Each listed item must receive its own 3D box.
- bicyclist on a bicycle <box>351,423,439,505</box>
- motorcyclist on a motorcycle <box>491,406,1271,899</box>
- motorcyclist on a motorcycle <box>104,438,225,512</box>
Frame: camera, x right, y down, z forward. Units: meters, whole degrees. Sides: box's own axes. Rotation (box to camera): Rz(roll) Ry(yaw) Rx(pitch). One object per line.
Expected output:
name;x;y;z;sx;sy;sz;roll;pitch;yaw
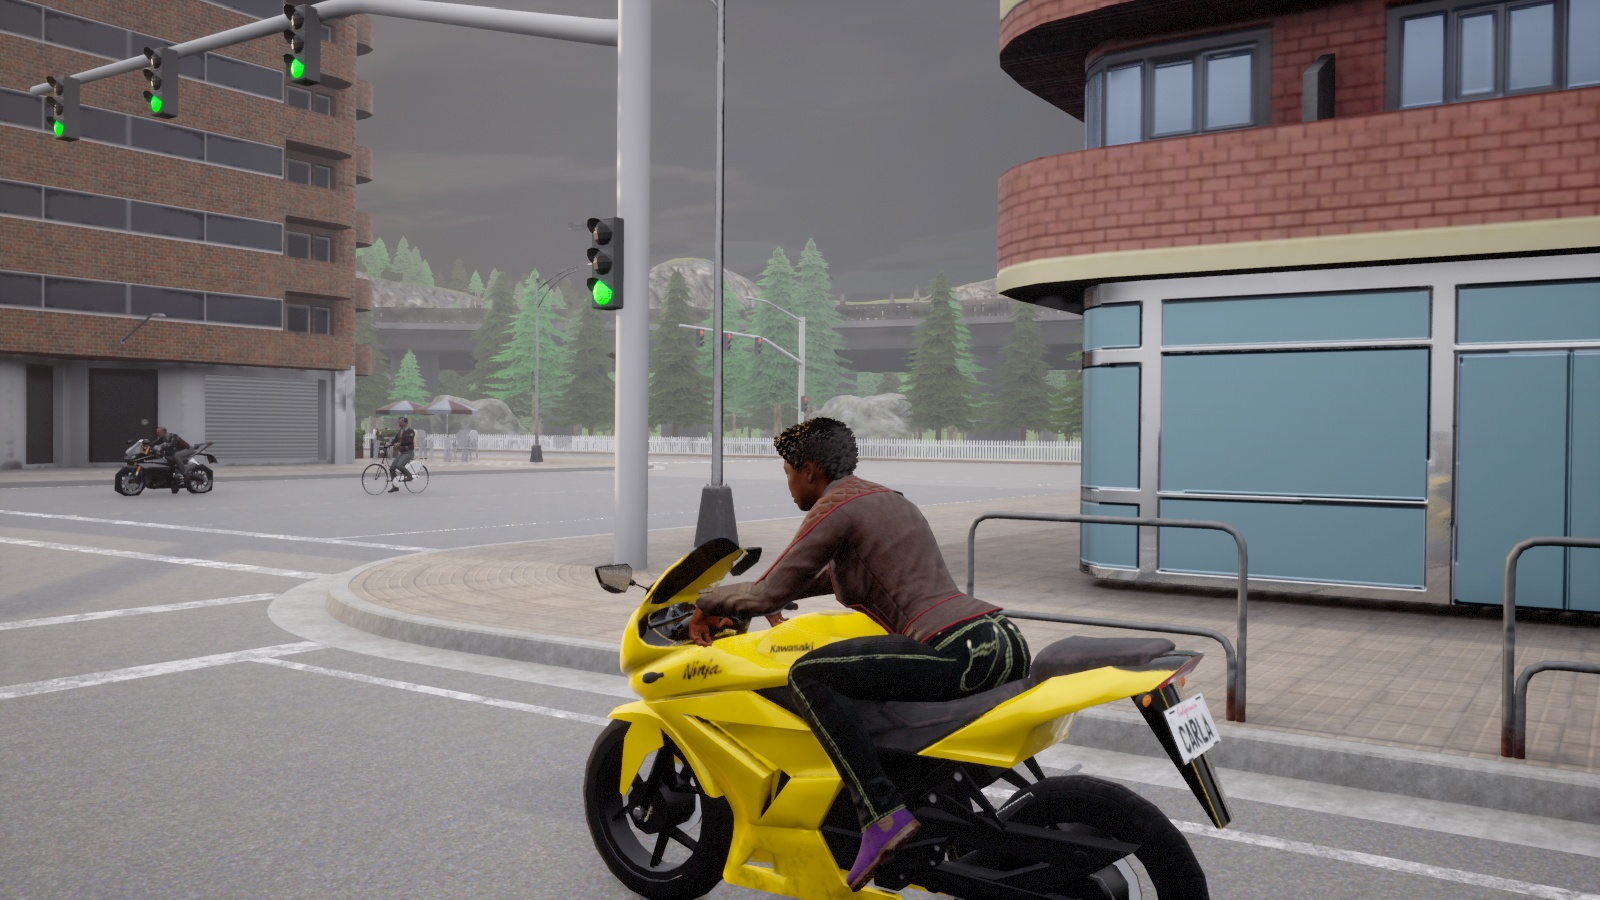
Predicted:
bicyclist on a bicycle;-9.107;0.298;28.300;0.659;1.776;1.843;0;1;34
motorcyclist on a motorcycle;0.158;0.664;3.519;2.044;1.523;0.797;0;1;34
motorcyclist on a motorcycle;-13.873;0.517;27.482;0.866;1.530;2.191;0;1;34
